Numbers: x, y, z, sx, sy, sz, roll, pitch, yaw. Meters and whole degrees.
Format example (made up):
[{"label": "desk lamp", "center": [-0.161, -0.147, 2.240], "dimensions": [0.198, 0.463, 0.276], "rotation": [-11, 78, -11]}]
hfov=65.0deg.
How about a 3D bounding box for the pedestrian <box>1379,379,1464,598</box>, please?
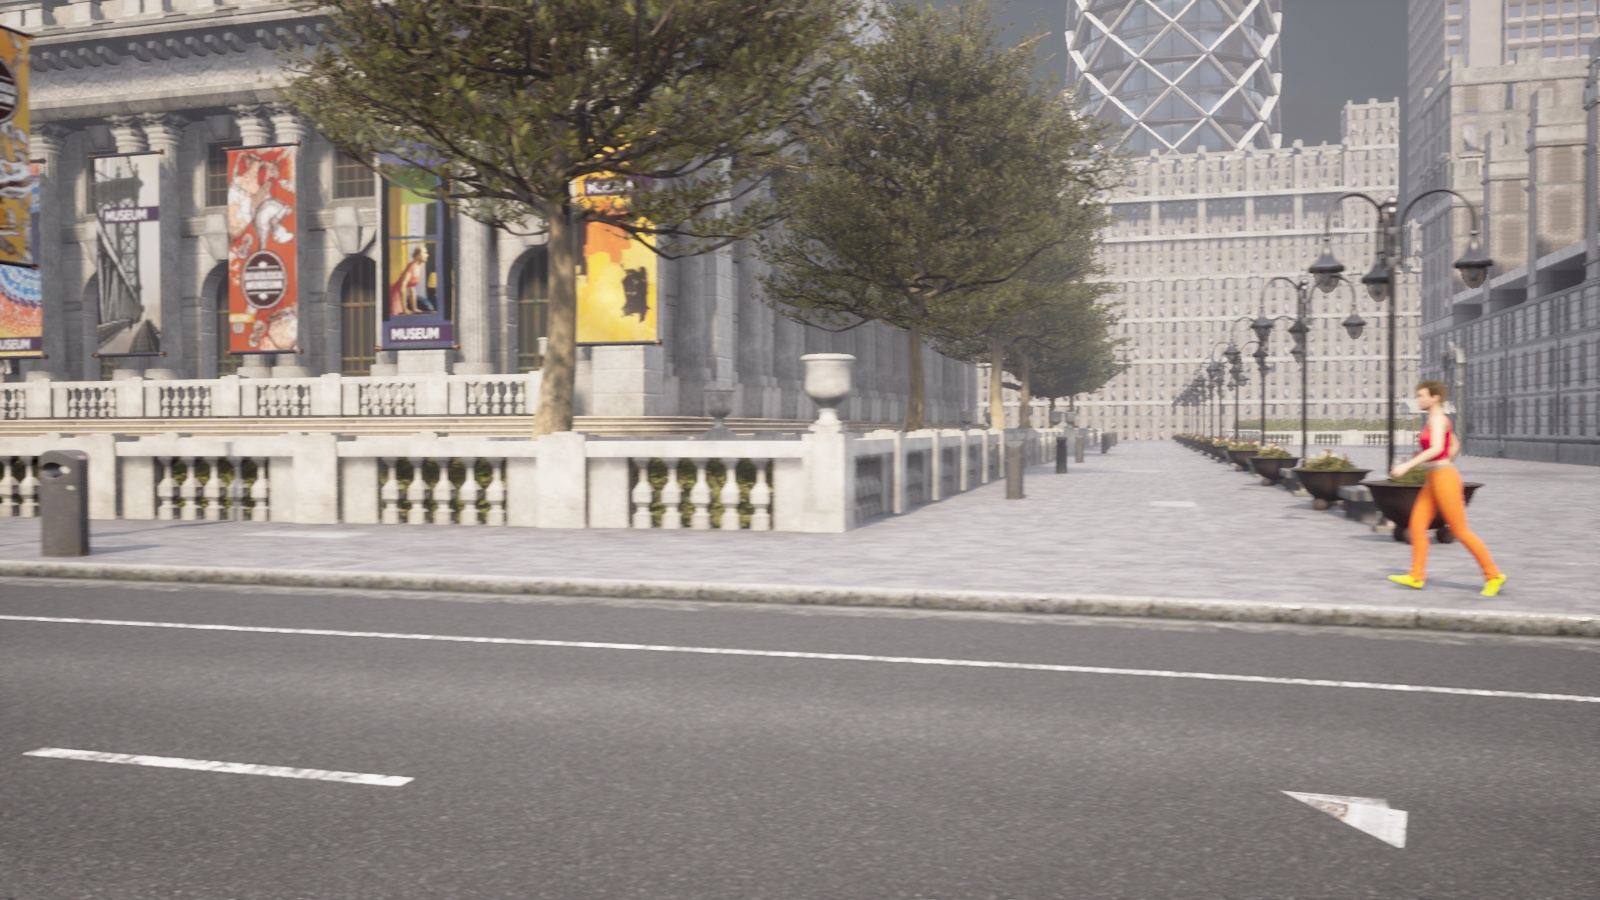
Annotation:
[{"label": "pedestrian", "center": [5.328, 0.322, 10.785], "dimensions": [0.594, 1.836, 0.345], "rotation": [1, 1, 18]}]
